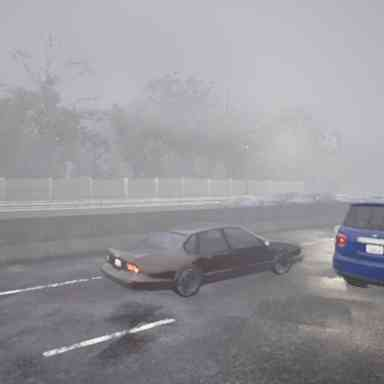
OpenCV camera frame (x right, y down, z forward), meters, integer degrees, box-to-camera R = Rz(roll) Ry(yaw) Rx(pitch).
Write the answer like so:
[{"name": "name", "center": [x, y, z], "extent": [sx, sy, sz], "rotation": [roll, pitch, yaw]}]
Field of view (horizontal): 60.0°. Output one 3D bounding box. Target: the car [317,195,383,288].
[{"name": "car", "center": [5.571, 1.131, 7.724], "extent": [5.566, 2.045, 2.150], "rotation": [-1, 0, -35]}]

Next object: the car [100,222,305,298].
[{"name": "car", "center": [0.500, 1.495, 8.404], "extent": [5.357, 1.411, 2.033], "rotation": [-1, 0, -35]}]

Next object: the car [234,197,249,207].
[{"name": "car", "center": [7.205, 1.217, 34.913], "extent": [5.008, 1.535, 1.882], "rotation": [-1, 0, -35]}]

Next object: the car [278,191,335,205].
[{"name": "car", "center": [10.267, 0.974, 28.503], "extent": [5.566, 2.045, 2.150], "rotation": [-1, 0, -35]}]

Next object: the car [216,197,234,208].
[{"name": "car", "center": [5.297, 1.285, 37.854], "extent": [5.357, 1.411, 2.033], "rotation": [-1, 0, -35]}]

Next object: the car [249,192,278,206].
[{"name": "car", "center": [8.407, 0.974, 31.474], "extent": [5.566, 2.045, 2.150], "rotation": [0, 0, -35]}]
